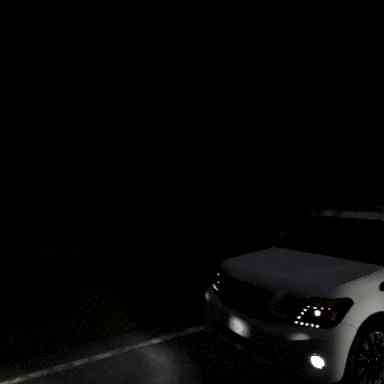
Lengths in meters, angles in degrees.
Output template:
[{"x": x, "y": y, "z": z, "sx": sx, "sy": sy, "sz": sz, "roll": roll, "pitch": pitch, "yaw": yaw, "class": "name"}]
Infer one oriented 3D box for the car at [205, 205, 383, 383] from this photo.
[{"x": 2.879, "y": 1.257, "z": 5.400, "sx": 5.566, "sy": 2.045, "sz": 2.150, "roll": 0, "pitch": 0, "yaw": -32, "class": "car"}]
